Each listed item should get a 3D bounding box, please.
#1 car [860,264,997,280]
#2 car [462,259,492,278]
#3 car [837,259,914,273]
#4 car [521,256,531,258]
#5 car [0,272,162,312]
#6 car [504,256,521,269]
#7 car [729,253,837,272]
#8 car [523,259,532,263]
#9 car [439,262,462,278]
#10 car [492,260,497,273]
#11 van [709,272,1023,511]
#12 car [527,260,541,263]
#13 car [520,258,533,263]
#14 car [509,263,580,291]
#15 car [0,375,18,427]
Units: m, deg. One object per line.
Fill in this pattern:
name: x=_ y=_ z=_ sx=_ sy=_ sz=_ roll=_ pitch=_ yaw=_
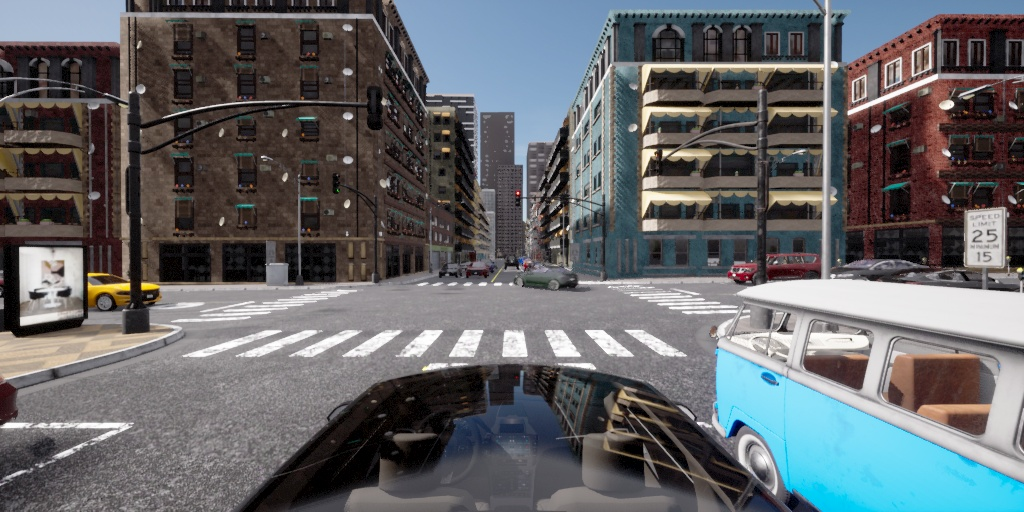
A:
car: x=15.766 y=1.097 z=12.969 sx=4.313 sy=1.339 sz=1.948 roll=0 pitch=0 yaw=-1
car: x=-3.177 y=1.231 z=33.857 sx=1.882 sy=1.535 sz=5.008 roll=0 pitch=0 yaw=0
car: x=18.956 y=0.931 z=18.786 sx=4.902 sy=1.511 sz=2.128 roll=-1 pitch=0 yaw=-1
car: x=2.998 y=1.226 z=64.917 sx=1.801 sy=1.575 sz=5.366 roll=0 pitch=0 yaw=0
car: x=-17.910 y=1.478 z=15.230 sx=5.008 sy=1.535 sz=1.882 roll=-1 pitch=0 yaw=-1
car: x=-0.032 y=0.985 z=56.550 sx=2.150 sy=2.045 sz=5.566 roll=0 pitch=0 yaw=0
car: x=15.725 y=0.781 z=21.349 sx=5.009 sy=1.841 sz=2.192 roll=0 pitch=0 yaw=-1
car: x=2.598 y=1.321 z=39.681 sx=1.948 sy=1.339 sz=4.313 roll=0 pitch=0 yaw=0
car: x=-5.770 y=1.319 z=34.150 sx=1.948 sy=1.339 sz=4.313 roll=0 pitch=0 yaw=0
car: x=-3.196 y=1.109 z=43.037 sx=2.097 sy=1.767 sz=4.553 roll=0 pitch=0 yaw=0
van: x=2.689 y=1.091 z=1.764 sx=1.690 sy=1.789 sz=3.998 roll=0 pitch=0 yaw=0
car: x=2.611 y=1.335 z=34.158 sx=1.802 sy=1.307 sz=4.207 roll=0 pitch=0 yaw=0
car: x=2.571 y=1.306 z=50.728 sx=1.888 sy=1.381 sz=4.507 roll=0 pitch=0 yaw=0
car: x=2.096 y=1.318 z=22.243 sx=4.181 sy=1.385 sz=1.994 roll=0 pitch=0 yaw=45
car: x=-5.692 y=1.332 z=1.745 sx=1.802 sy=1.307 sz=4.207 roll=0 pitch=0 yaw=0
